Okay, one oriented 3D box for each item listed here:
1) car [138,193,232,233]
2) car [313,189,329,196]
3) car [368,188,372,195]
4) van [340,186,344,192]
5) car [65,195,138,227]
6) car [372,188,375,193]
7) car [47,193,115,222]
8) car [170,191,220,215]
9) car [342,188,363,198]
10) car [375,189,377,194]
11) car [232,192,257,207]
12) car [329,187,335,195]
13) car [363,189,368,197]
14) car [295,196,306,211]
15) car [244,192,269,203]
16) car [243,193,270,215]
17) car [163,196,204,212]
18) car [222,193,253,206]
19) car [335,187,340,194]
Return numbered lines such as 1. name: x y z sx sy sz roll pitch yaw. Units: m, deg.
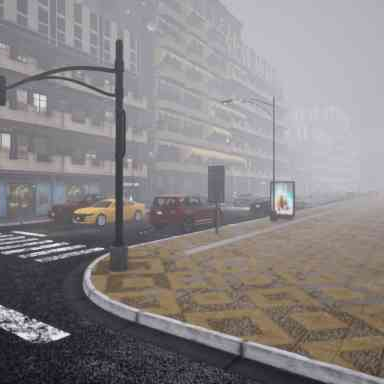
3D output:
1. car: -0.179 1.026 17.728 2.192 1.841 5.009 1 2 35
2. car: 27.826 -0.025 72.503 1.967 1.590 4.097 2 2 35
3. car: 34.741 0.095 67.772 1.887 1.381 4.507 1 2 35
4. van: 37.349 -0.446 86.145 1.690 1.788 3.998 2 2 35
5. car: -5.054 1.180 20.885 1.882 1.535 5.008 0 1 34
6. car: 37.916 -0.012 72.321 1.887 1.381 4.507 1 2 35
7. car: -7.085 1.010 22.474 2.192 1.841 5.009 1 2 35
8. car: 0.331 0.878 28.606 2.097 1.767 4.553 0 1 35
9. car: 28.392 0.308 58.675 1.887 1.381 4.507 1 2 35
10. car: 44.265 -0.221 81.419 2.008 1.369 4.403 1 2 35
11. car: 6.244 0.838 37.067 1.837 1.490 4.892 0 1 35
12. car: 31.000 -0.028 77.055 1.887 1.381 4.507 2 2 35
13. car: 31.567 0.098 63.220 1.967 1.590 4.097 1 2 35
14. car: 9.344 0.964 31.382 1.947 1.339 4.313 1 2 35
15. car: 8.782 0.754 45.220 1.802 1.307 4.206 2 2 35
16. car: 6.169 1.069 26.832 1.947 1.339 4.313 1 2 35
17. car: -0.739 1.069 31.577 1.802 1.307 4.206 2 2 35
18. car: 5.609 0.828 40.672 2.008 1.369 4.403 2 2 35
19. car: 34.175 -0.240 81.600 1.967 1.590 4.097 2 2 35
